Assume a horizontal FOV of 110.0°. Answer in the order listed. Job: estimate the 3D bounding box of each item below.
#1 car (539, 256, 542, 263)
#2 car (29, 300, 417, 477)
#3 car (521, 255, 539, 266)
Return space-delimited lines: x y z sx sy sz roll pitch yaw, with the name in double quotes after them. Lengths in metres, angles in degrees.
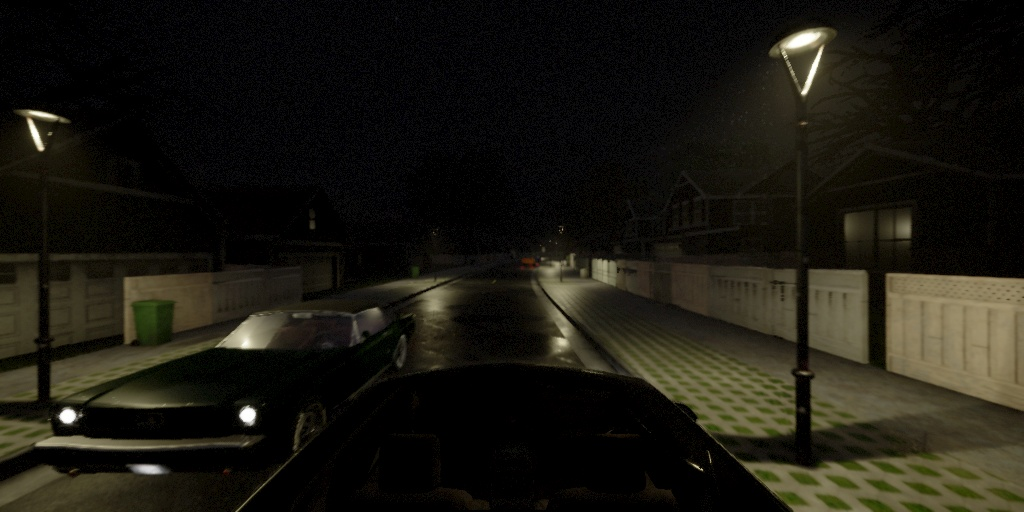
4.202 0.491 64.102 1.812 1.442 4.674 0 1 12 "car"
-2.853 1.368 5.020 1.895 1.301 4.718 0 0 0 "car"
2.519 0.650 53.902 1.882 1.535 5.008 0 1 8 "car"
